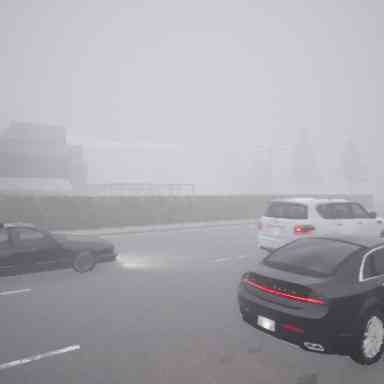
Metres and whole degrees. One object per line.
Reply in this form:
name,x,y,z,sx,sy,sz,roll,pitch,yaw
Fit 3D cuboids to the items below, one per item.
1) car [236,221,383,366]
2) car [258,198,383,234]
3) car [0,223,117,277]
car,2.959,1.505,5.851,4.892,1.490,1.837,0,0,-35
car,4.661,1.221,11.362,5.566,2.045,2.150,0,0,-35
car,-4.819,1.547,8.906,5.357,1.411,2.033,0,0,-35
